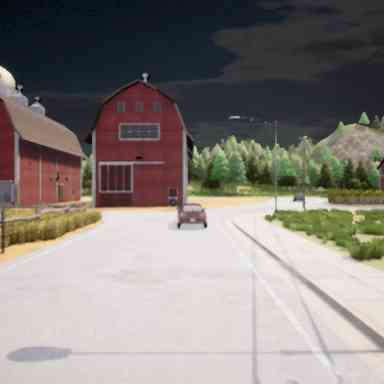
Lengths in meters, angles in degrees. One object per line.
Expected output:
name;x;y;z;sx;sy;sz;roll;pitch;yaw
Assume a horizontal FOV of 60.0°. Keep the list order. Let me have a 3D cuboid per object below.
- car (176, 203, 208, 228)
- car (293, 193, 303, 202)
car;-0.044;1.407;21.167;1.812;1.442;4.674;0;0;-2
car;19.588;1.000;60.867;2.128;1.511;4.902;0;1;20
